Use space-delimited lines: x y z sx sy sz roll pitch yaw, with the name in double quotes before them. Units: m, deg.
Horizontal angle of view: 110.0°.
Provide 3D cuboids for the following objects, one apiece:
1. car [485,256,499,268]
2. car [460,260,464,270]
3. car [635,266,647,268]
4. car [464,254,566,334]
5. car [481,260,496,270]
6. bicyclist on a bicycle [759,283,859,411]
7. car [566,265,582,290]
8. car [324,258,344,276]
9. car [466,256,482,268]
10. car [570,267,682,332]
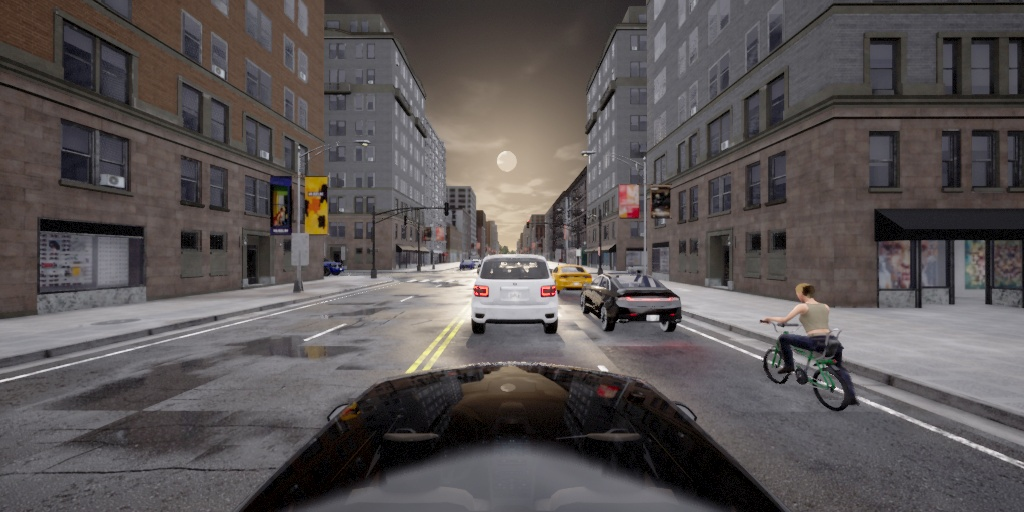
"car" -3.471 0.996 62.452 2.150 2.045 5.566 0 0 0
"car" -6.721 1.249 54.119 1.882 1.535 5.008 0 0 0
"car" 14.961 1.413 38.743 4.718 1.301 1.895 0 0 1
"car" 0.076 0.973 10.780 2.150 2.045 5.566 0 0 0
"car" -3.463 1.335 53.110 1.994 1.385 4.181 0 0 0
"bicyclist on a bicycle" 4.127 1.187 5.129 0.866 1.612 1.509 0 0 0
"car" 3.204 1.233 20.342 1.882 1.535 5.008 0 0 0
"car" -19.814 0.959 35.856 5.566 2.045 2.150 0 0 2
"car" -6.713 0.997 64.063 2.150 2.045 5.566 0 0 0
"car" 3.320 1.243 10.852 2.128 1.511 4.902 0 0 0
